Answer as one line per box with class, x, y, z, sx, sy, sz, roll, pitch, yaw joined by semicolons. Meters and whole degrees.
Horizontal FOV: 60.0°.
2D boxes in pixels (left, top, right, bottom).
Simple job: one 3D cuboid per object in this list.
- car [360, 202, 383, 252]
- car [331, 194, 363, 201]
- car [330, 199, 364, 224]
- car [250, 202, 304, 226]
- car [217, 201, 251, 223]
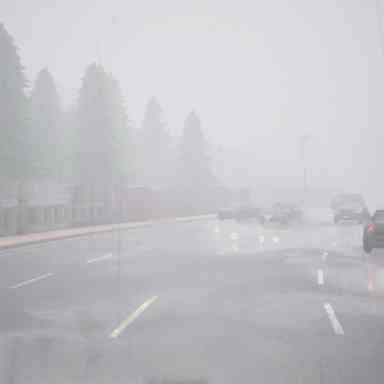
car;8.168;1.361;13.390;2.097;1.767;4.553;0;0;30
car;17.763;1.239;38.213;2.150;2.045;5.566;0;0;4
car;11.963;1.535;24.864;1.812;1.442;4.674;0;0;36
car;6.390;1.502;23.601;2.128;1.511;4.902;0;0;37
car;3.856;1.487;26.053;1.882;1.535;5.008;0;0;37
